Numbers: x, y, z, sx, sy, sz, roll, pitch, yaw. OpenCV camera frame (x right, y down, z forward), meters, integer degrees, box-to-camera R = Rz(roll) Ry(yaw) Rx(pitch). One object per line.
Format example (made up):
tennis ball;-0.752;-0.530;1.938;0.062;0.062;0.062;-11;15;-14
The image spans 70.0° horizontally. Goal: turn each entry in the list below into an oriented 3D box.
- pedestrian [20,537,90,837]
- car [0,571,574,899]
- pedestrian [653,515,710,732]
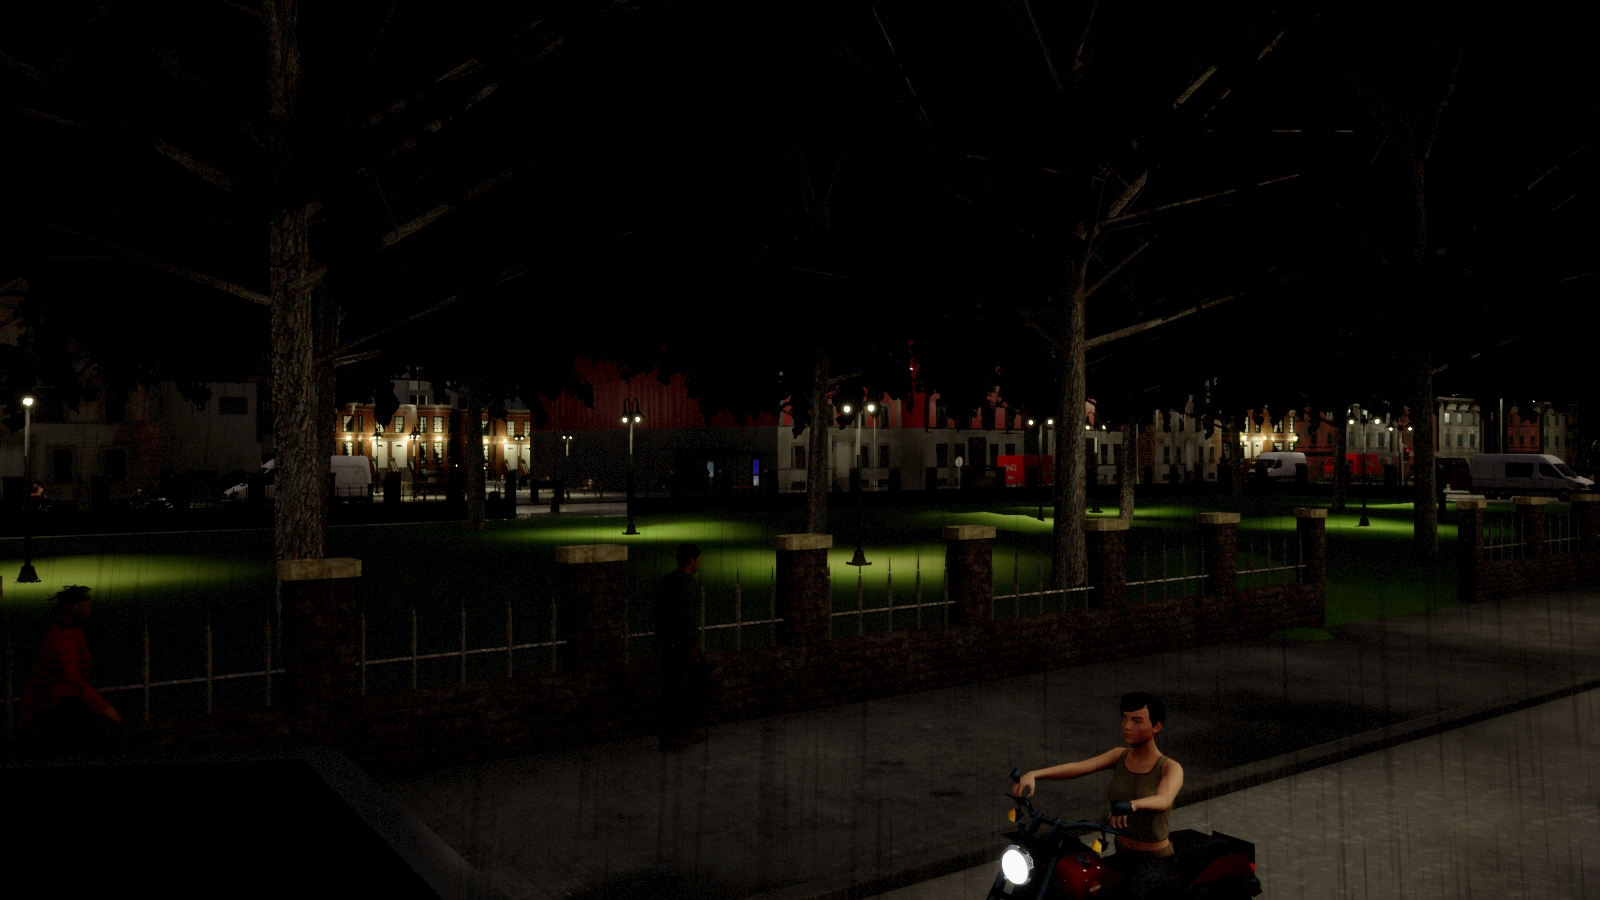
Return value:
pedestrian;-4.893;1.524;7.503;0.375;1.860;0.375;0;0;-35
car;-3.767;1.534;1.768;6.274;2.098;2.390;0;0;-35
pedestrian;-1.057;1.522;10.197;0.375;1.860;0.375;0;0;-35
